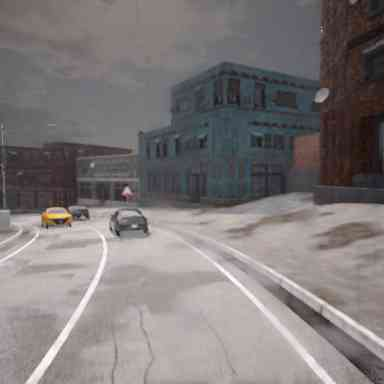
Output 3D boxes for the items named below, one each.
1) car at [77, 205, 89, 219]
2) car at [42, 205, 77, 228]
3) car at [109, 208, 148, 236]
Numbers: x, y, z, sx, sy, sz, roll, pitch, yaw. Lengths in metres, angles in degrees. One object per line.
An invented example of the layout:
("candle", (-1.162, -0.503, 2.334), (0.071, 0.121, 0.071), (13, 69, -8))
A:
("car", (-12.701, 2.242, 36.159), (1.837, 1.490, 4.892), (-2, -1, -36))
("car", (-10.987, 2.013, 26.949), (1.882, 1.535, 5.008), (-2, -1, -29))
("car", (-3.859, 1.714, 20.012), (1.812, 1.442, 4.674), (-1, -1, -20))
